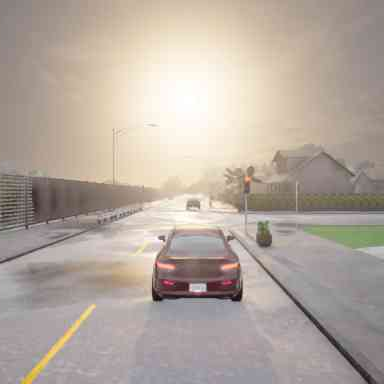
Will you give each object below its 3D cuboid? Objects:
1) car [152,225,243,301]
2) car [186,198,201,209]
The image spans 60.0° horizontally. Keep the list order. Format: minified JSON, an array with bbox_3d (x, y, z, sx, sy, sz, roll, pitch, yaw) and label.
[{"bbox_3d":[0.109,1.526,8.177,1.812,1.442,4.674,0,0,0],"label":"car"},{"bbox_3d":[0.186,1.505,44.122,1.837,1.490,4.892,0,0,0],"label":"car"}]
